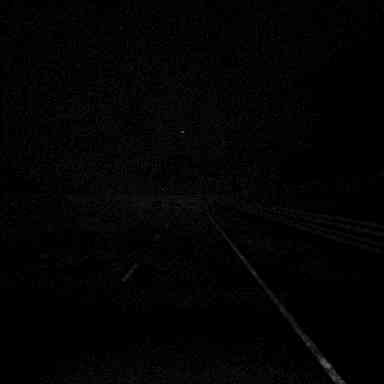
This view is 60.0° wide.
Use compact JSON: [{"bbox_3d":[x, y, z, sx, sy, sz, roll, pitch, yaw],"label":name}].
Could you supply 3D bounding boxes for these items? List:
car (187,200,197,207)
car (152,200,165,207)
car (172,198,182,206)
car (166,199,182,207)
[{"bbox_3d":[-0.019,2.369,67.826,1.812,1.442,4.674,0,-2,0],"label":"car"},{"bbox_3d":[-7.019,2.331,67.409,1.837,1.490,4.892,0,-2,0],"label":"car"},{"bbox_3d":[-3.521,2.374,77.809,2.097,1.767,4.553,0,-2,0],"label":"car"},{"bbox_3d":[-3.519,2.197,67.800,2.097,1.767,4.553,0,-2,0],"label":"car"}]
